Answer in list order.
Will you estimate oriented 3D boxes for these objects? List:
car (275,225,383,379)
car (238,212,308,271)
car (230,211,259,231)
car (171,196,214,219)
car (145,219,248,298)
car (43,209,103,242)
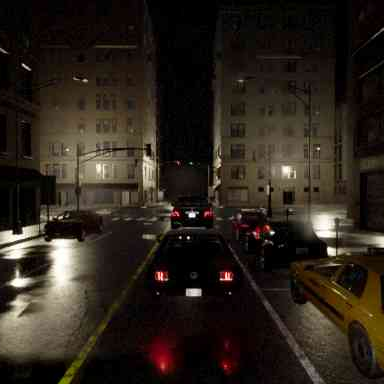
[{"bbox_3d":[2.863,1.524,5.296,1.752,1.417,4.829,-1,0,0],"label":"car"},{"bbox_3d":[2.867,1.562,10.712,1.947,1.339,4.313,-1,0,0],"label":"car"},{"bbox_3d":[2.870,1.576,16.298,1.802,1.307,4.206,-1,0,0],"label":"car"},{"bbox_3d":[0.002,1.215,18.459,2.150,2.045,5.566,0,0,0],"label":"car"},{"bbox_3d":[0.046,1.598,8.467,1.895,1.301,4.718,0,0,0],"label":"car"},{"bbox_3d":[-5.675,1.538,16.300,1.887,1.381,4.507,-1,0,0],"label":"car"}]
